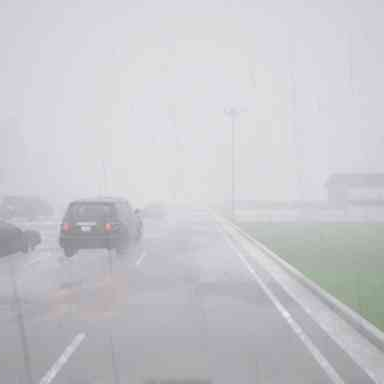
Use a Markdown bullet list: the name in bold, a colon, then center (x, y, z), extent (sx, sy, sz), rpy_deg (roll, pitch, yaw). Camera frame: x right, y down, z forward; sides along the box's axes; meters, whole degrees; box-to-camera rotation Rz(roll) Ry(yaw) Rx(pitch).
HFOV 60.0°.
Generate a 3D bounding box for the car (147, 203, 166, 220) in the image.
- **car**: center (-3.440, 1.709, 30.096), extent (1.994, 1.385, 4.181), rpy_deg (0, 0, 0)

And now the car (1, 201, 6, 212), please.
- **car**: center (-10.437, 1.419, 14.260), extent (2.097, 1.767, 4.553), rpy_deg (0, 0, 0)

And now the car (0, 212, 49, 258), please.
- **car**: center (-6.961, 1.600, 10.876), extent (2.033, 1.411, 5.357), rpy_deg (0, 0, 0)

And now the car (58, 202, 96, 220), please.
- **car**: center (-10.436, 1.673, 30.566), extent (1.812, 1.442, 4.674), rpy_deg (0, 0, 0)

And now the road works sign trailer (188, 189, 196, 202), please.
- **road works sign trailer**: center (-0.037, 0.917, 93.952), extent (2.380, 3.560, 2.880), rpy_deg (0, 0, 0)

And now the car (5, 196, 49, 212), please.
- **car**: center (-13.948, 1.360, 28.426), extent (2.150, 2.045, 5.566), rpy_deg (0, 0, 0)

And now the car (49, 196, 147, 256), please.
- **car**: center (-3.441, 1.289, 13.534), extent (2.150, 2.045, 5.566), rpy_deg (0, 0, 0)

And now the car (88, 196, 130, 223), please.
- **car**: center (-6.948, 1.361, 28.472), extent (2.150, 2.045, 5.566), rpy_deg (0, 0, 0)
